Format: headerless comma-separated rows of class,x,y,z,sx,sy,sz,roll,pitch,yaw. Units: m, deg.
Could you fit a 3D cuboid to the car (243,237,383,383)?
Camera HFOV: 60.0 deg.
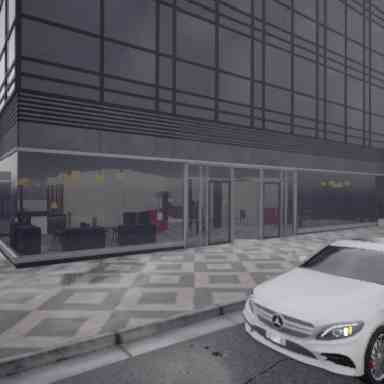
car,2.932,1.526,5.467,4.674,1.442,1.812,0,0,-35
